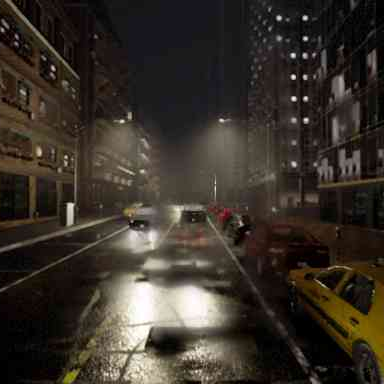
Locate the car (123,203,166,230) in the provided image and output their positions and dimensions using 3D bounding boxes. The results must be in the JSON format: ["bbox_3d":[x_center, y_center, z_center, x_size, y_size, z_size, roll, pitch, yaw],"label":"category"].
[{"bbox_3d":[-3.095,1.758,23.281,2.033,1.411,5.357,0,-1,0],"label":"car"}]

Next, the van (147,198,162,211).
[{"bbox_3d":[-5.660,1.809,50.310,1.690,1.788,3.998,1,-1,0],"label":"van"}]

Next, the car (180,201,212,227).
[{"bbox_3d":[0.106,1.718,24.987,2.128,1.511,4.902,0,0,0],"label":"car"}]

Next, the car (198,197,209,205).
[{"bbox_3d":[2.692,2.071,78.681,2.192,1.841,5.009,1,-1,0],"label":"car"}]

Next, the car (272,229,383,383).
[{"bbox_3d":[2.674,1.568,4.776,1.752,1.417,4.829,1,-1,0],"label":"car"}]

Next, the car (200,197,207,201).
[{"bbox_3d":[2.688,2.076,67.282,1.967,1.590,4.097,1,-1,0],"label":"car"}]

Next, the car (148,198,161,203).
[{"bbox_3d":[-5.663,1.853,44.611,1.967,1.590,4.097,1,-1,0],"label":"car"}]

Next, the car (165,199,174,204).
[{"bbox_3d":[-5.658,2.385,84.490,1.947,1.339,4.313,1,-1,0],"label":"car"}]

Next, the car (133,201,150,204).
[{"bbox_3d":[-5.667,1.827,33.046,1.752,1.417,4.829,1,-1,0],"label":"car"}]

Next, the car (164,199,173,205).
[{"bbox_3d":[-5.659,2.340,78.793,1.802,1.307,4.206,1,-1,0],"label":"car"}]

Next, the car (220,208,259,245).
[{"bbox_3d":[2.676,1.694,16.001,2.008,1.369,4.403,1,-1,0],"label":"car"}]

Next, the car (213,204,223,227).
[{"bbox_3d":[2.677,1.740,21.698,1.887,1.381,4.507,1,-1,0],"label":"car"}]

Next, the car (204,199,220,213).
[{"bbox_3d":[2.680,1.901,38.791,1.887,1.381,4.507,1,-1,0],"label":"car"}]

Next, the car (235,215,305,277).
[{"bbox_3d":[2.674,1.637,10.304,1.887,1.381,4.507,1,-1,0],"label":"car"}]
